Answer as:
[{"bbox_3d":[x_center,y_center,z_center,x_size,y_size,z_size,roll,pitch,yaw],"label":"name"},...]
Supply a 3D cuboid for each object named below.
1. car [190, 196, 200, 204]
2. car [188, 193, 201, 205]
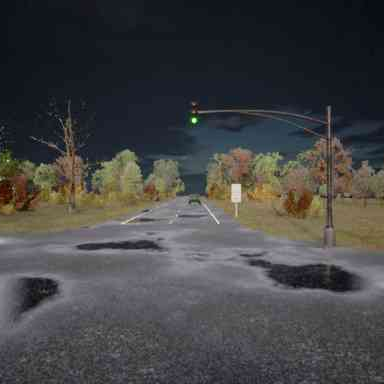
[{"bbox_3d":[0.555,1.616,69.623,2.033,1.411,5.357,0,0,0],"label":"car"},{"bbox_3d":[0.473,1.271,59.234,2.150,2.045,5.566,0,0,0],"label":"car"}]
